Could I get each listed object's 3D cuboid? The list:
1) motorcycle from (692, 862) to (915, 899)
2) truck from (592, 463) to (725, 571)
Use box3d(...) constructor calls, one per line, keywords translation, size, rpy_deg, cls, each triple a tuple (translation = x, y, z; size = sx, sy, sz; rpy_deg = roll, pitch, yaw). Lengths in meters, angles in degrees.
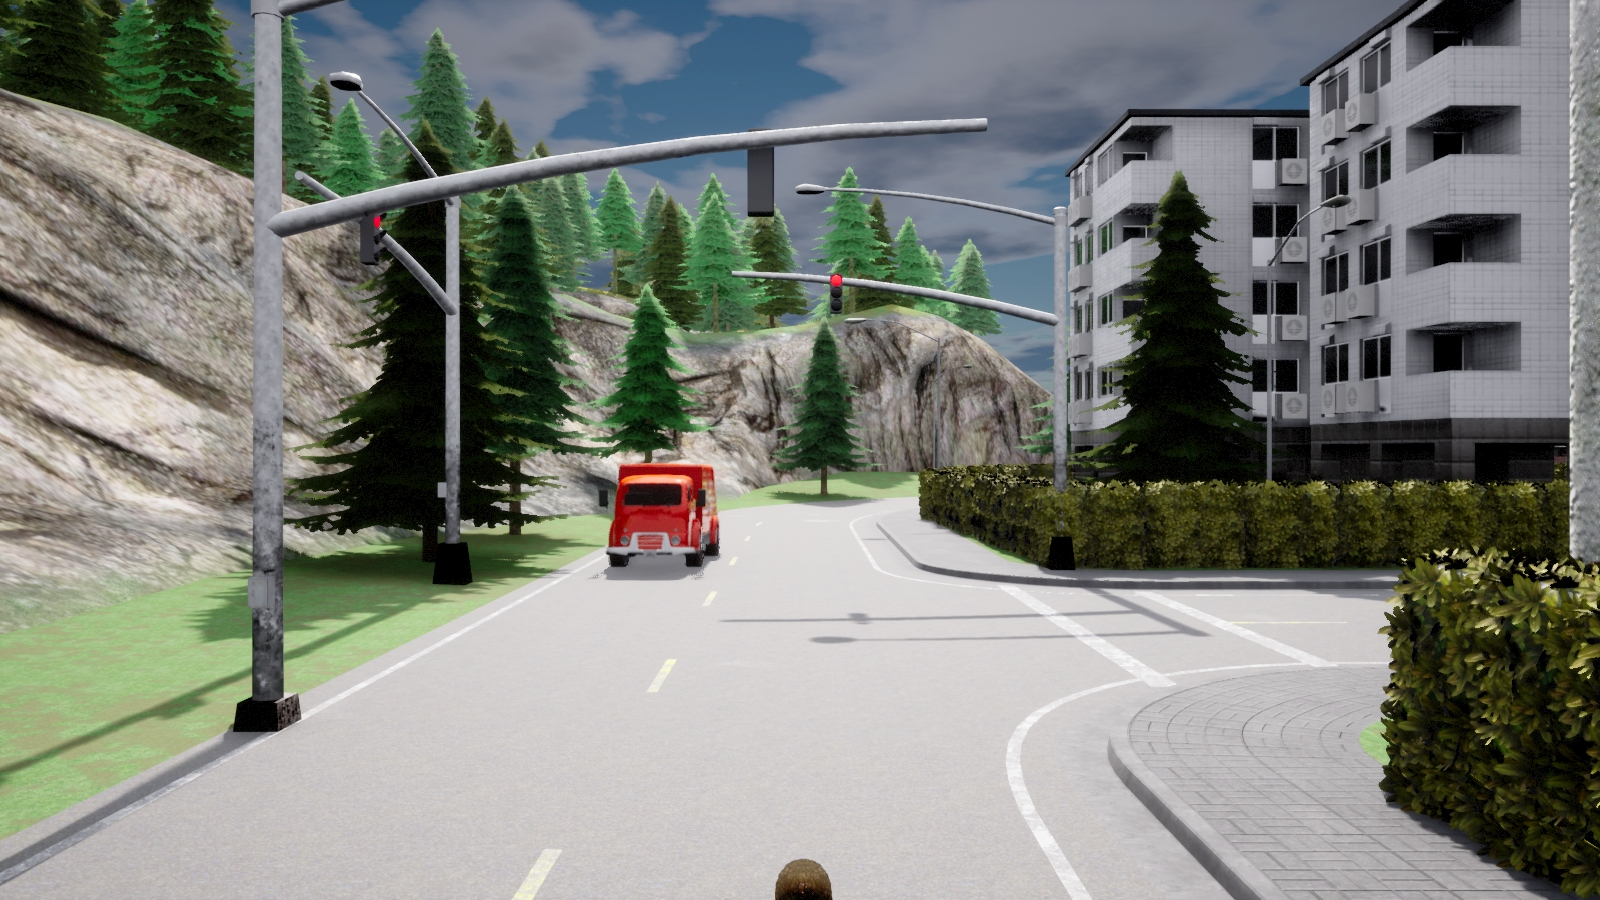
box3d(translation=(0.010, 2.193, 3.477), size=(0.803, 1.145, 2.033), rpy_deg=(0, 0, 0), cls="motorcycle")
box3d(translation=(-3.405, 1.559, 28.687), size=(2.627, 2.467, 5.204), rpy_deg=(0, -1, 1), cls="truck")
